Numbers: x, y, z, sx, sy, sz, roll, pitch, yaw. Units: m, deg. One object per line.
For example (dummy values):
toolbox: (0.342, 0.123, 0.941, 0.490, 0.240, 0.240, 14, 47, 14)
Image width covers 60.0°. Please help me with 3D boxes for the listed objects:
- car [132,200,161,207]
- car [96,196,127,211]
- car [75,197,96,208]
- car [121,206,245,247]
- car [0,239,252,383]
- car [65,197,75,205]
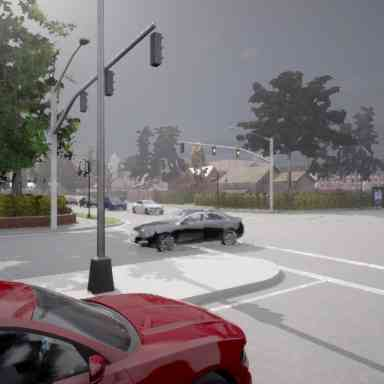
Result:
car: (-4.647, 1.526, 34.364, 1.812, 1.442, 4.674, 0, 0, -35)
car: (-9.855, 1.352, 41.567, 2.097, 1.767, 4.553, 0, 0, -36)
car: (-15.248, 1.505, 49.021, 1.837, 1.490, 4.892, 0, 0, -36)
car: (-0.107, 1.491, 13.649, 4.902, 1.511, 2.128, 0, 0, -30)
car: (-1.717, 1.478, 2.544, 5.008, 1.535, 1.882, 0, 0, -35)
car: (-21.047, 1.564, 57.083, 1.994, 1.385, 4.181, 0, 0, -34)
